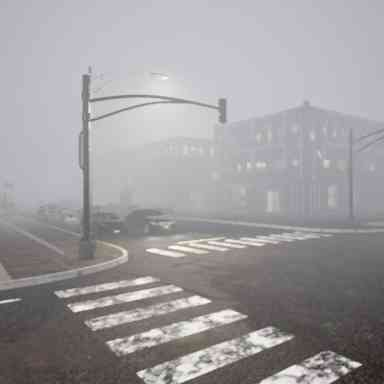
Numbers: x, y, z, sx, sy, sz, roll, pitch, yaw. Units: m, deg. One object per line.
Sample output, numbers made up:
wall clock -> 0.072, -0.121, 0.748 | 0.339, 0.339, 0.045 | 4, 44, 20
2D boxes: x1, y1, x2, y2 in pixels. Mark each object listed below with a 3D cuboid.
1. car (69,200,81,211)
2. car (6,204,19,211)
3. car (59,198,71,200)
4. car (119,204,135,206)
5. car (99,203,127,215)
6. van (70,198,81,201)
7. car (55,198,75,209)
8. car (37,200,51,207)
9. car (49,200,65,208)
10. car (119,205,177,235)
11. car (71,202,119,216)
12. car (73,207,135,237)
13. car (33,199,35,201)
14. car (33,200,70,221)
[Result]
car -> -14.715, 1.977, 37.956 | 2.128, 1.511, 4.902 | 0, 0, -35
car -> -29.325, 2.261, 53.994 | 1.752, 1.417, 4.829 | -1, 0, -35
car -> -21.361, 2.130, 52.800 | 2.128, 1.511, 4.902 | 0, -1, -35
car -> -6.552, 1.965, 36.442 | 1.802, 1.307, 4.206 | -1, 0, -35
car -> -9.759, 2.027, 40.952 | 1.802, 1.307, 4.206 | -1, 0, -35
van -> -19.391, 1.968, 54.483 | 1.690, 1.788, 3.998 | -1, 0, -35
car -> -22.600, 2.001, 58.993 | 2.192, 1.841, 5.009 | -1, 0, -35
car -> -32.222, 2.424, 72.523 | 1.947, 1.339, 4.313 | -1, 0, -35
car -> -25.804, 2.288, 63.503 | 1.887, 1.381, 4.507 | -1, 0, -35
car -> -2.755, 1.777, 21.135 | 1.812, 1.442, 4.674 | 0, 0, -34
car -> -8.710, 1.916, 29.497 | 2.033, 1.411, 5.357 | 0, 0, -36
car -> -5.434, 1.843, 20.205 | 1.947, 1.339, 4.313 | -1, 0, -35
car -> -27.388, 2.314, 61.275 | 1.994, 1.385, 4.181 | 0, 0, -35
car -> -13.382, 1.875, 31.582 | 1.967, 1.590, 4.097 | -1, 0, -35
